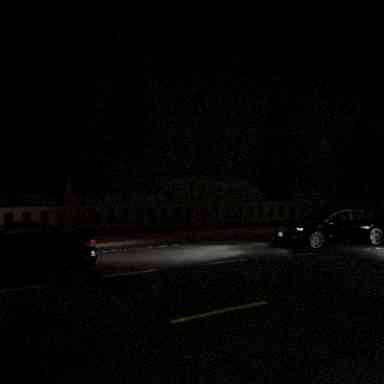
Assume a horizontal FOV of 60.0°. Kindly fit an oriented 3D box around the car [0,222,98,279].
[{"bbox_3d":[-4.678,1.506,8.725,4.181,1.385,1.994,0,0,-32],"label":"car"}]

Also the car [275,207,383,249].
[{"bbox_3d":[5.831,1.387,13.807,4.902,1.511,2.128,0,0,-17],"label":"car"}]
